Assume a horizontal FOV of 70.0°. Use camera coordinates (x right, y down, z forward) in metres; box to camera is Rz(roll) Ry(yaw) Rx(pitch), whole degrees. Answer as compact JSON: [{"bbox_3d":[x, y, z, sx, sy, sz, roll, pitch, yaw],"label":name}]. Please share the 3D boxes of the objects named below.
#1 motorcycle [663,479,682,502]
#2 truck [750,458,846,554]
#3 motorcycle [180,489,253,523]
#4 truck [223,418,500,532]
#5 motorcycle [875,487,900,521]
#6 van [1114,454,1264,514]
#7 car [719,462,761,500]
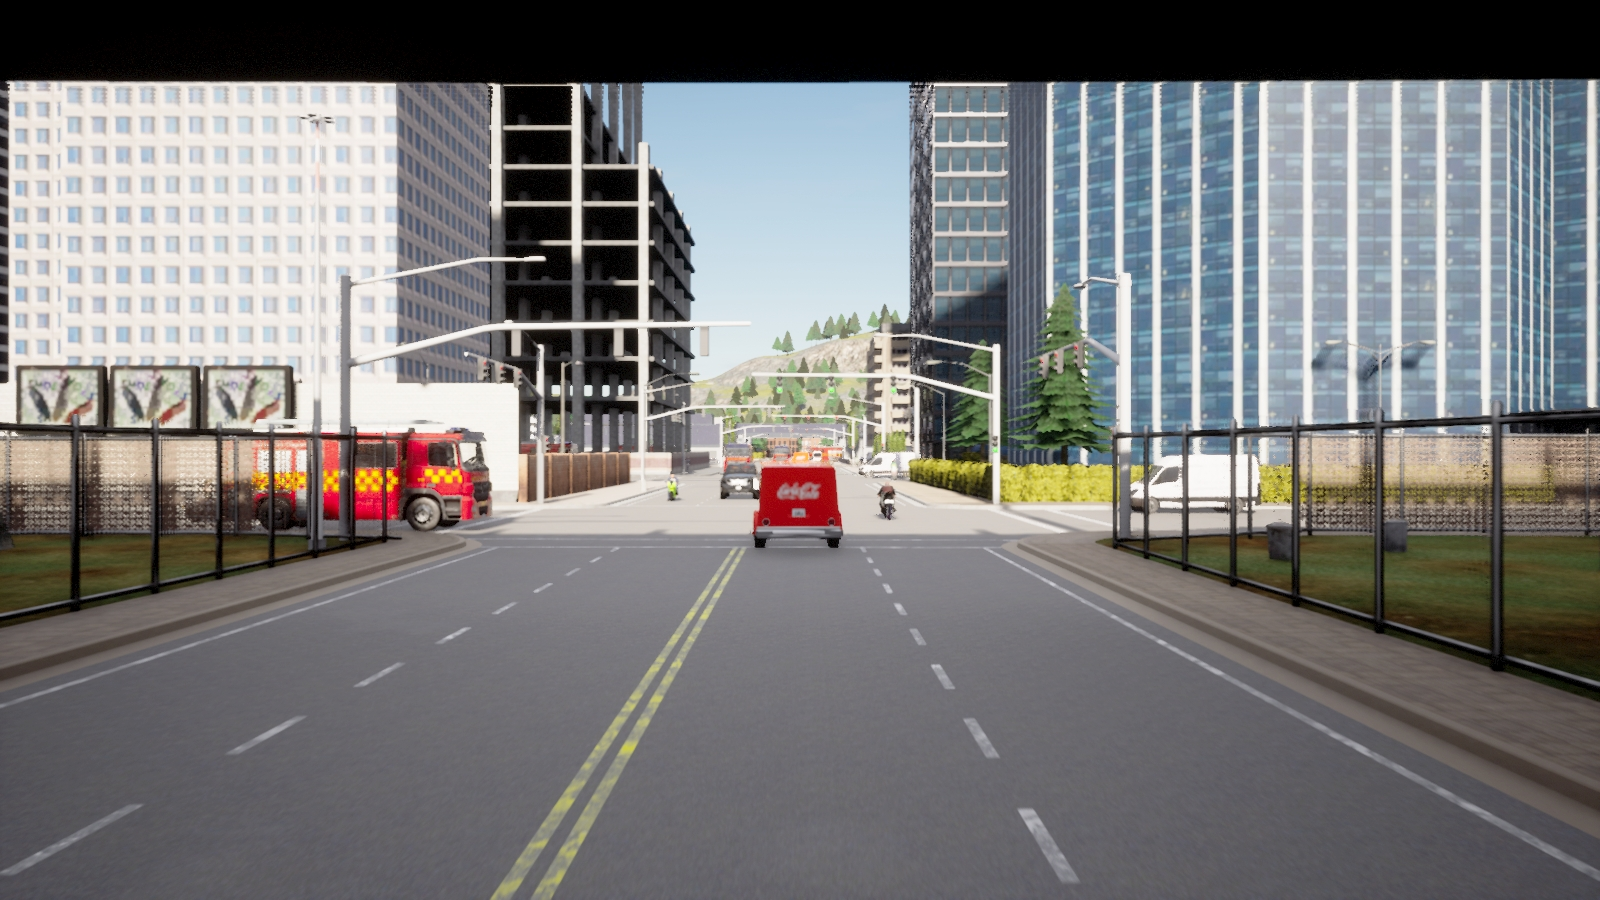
[{"bbox_3d":[-6.937,2.184,62.344,0.803,1.199,2.033,0,0,0],"label":"motorcycle"},{"bbox_3d":[-0.163,1.569,34.353,2.627,2.467,5.204,0,2,-3],"label":"truck"},{"bbox_3d":[-22.085,2.113,43.281,2.356,1.277,0.764,0,0,0],"label":"motorcycle"},{"bbox_3d":[-14.976,0.836,39.514,8.468,3.827,2.891,0,0,0],"label":"truck"},{"bbox_3d":[3.547,2.179,46.379,0.867,1.251,2.209,0,0,0],"label":"motorcycle"},{"bbox_3d":[17.012,1.477,50.153,5.915,2.561,1.988,0,0,0],"label":"van"},{"bbox_3d":[-3.432,1.777,66.602,2.150,2.045,5.566,0,0,0],"label":"car"}]
